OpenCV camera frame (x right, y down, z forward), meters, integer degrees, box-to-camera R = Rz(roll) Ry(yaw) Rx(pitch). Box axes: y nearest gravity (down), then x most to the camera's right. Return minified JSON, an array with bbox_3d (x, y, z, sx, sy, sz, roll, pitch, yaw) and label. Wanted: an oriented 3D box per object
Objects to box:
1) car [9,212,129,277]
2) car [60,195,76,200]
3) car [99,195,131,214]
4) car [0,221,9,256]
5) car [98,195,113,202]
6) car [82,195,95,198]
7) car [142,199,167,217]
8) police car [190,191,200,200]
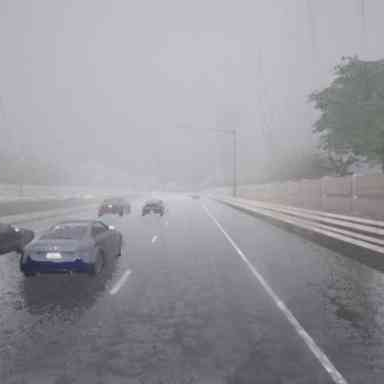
[{"bbox_3d":[-3.401,1.528,10.182,1.994,1.385,4.181,0,0,0],"label":"car"},{"bbox_3d":[-24.505,1.270,65.834,1.812,1.442,4.674,0,0,0],"label":"car"},{"bbox_3d":[-6.903,1.247,30.201,2.097,1.767,4.553,0,0,0],"label":"car"},{"bbox_3d":[-6.901,1.511,10.326,2.033,1.411,5.357,0,0,0],"label":"car"},{"bbox_3d":[-17.506,1.313,67.305,1.994,1.385,4.181,0,0,0],"label":"car"},{"bbox_3d":[-21.005,1.285,67.305,1.812,1.442,4.674,0,0,0],"label":"car"},{"bbox_3d":[-3.403,1.398,30.534,1.837,1.490,4.892,0,0,0],"label":"car"},{"bbox_3d":[1.043,1.116,86.300,1.930,1.638,5.238,0,0,0],"label":"police car"}]
